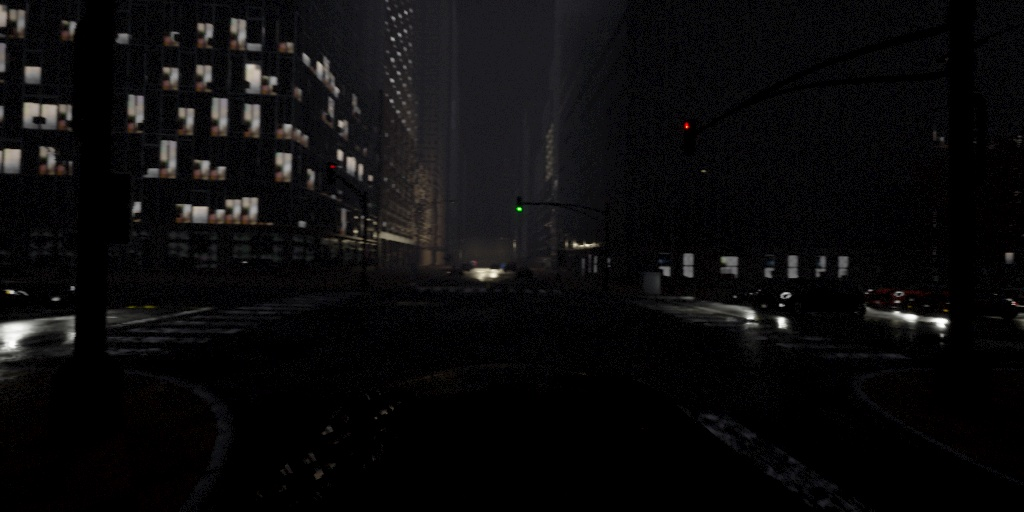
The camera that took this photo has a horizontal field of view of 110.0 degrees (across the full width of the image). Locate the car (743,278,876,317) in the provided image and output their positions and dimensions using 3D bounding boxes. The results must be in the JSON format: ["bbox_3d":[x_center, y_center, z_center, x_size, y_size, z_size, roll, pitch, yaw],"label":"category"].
[{"bbox_3d":[14.052,1.844,17.090,4.553,1.767,2.097,2,-1,-6],"label":"car"}]

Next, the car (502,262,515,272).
[{"bbox_3d":[-0.313,1.928,62.795,2.192,1.841,5.009,0,0,-4],"label":"car"}]

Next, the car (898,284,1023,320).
[{"bbox_3d":[22.586,2.360,18.040,4.181,1.385,1.994,2,-1,-6],"label":"car"}]

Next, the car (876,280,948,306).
[{"bbox_3d":[23.872,2.243,21.452,4.553,1.767,2.097,2,-1,-6],"label":"car"}]

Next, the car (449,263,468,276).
[{"bbox_3d":[-7.026,1.857,45.709,1.802,1.307,4.207,0,0,-4],"label":"car"}]

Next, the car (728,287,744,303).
[{"bbox_3d":[14.878,2.096,20.449,4.674,1.442,1.812,2,-1,-6],"label":"car"}]

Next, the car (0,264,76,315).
[{"bbox_3d":[-15.651,0.897,10.311,4.674,1.442,1.812,2,-1,-5],"label":"car"}]

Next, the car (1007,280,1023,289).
[{"bbox_3d":[33.565,2.458,22.526,5.566,2.045,2.150,2,-1,-6],"label":"car"}]

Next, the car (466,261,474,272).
[{"bbox_3d":[-8.173,2.045,62.251,1.948,1.339,4.313,0,0,-4],"label":"car"}]

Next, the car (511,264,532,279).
[{"bbox_3d":[1.266,1.905,40.743,1.948,1.339,4.313,0,0,-4],"label":"car"}]
